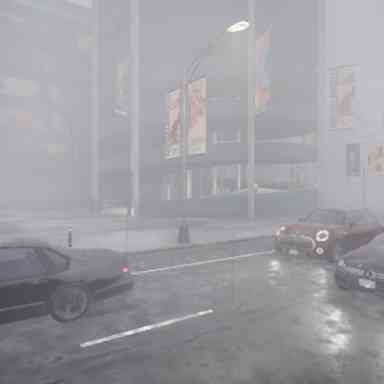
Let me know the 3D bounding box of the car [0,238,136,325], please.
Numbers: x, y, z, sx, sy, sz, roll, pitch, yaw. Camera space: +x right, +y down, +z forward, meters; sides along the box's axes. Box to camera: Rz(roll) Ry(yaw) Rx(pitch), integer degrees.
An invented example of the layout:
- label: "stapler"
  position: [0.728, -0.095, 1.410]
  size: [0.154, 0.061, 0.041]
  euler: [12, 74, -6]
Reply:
- label: "car"
  position: [-3.679, 1.548, 5.674]
  size: [5.357, 1.411, 2.033]
  euler: [0, 0, -36]

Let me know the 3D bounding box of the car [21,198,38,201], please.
- label: "car"
  position: [-25.528, 1.462, 52.433]
  size: [1.895, 1.301, 4.718]
  euler: [0, 0, -36]

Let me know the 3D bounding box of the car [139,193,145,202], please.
- label: "car"
  position: [-11.022, 1.026, 63.943]
  size: [2.435, 2.045, 5.566]
  euler: [0, 0, -36]

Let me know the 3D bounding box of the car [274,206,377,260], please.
- label: "car"
  position: [5.065, 1.350, 12.048]
  size: [4.553, 1.767, 2.097]
  euler: [0, 0, -37]

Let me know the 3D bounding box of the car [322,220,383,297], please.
- label: "car"
  position: [5.286, 1.525, 7.860]
  size: [4.674, 1.442, 1.812]
  euler: [0, 0, -36]
